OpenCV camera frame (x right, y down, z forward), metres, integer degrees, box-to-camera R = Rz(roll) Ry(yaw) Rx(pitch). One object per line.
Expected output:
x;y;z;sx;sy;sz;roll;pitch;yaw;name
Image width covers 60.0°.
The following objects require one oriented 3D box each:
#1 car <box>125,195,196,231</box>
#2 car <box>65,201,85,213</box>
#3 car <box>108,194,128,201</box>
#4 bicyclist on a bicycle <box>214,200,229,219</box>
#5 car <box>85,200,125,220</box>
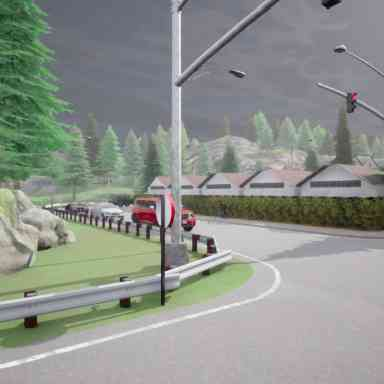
-2.018;1.413;21.552;2.150;2.045;5.566;0;0;-35;car
-13.130;1.754;37.818;1.994;1.385;4.181;0;0;-32;car
-10.940;1.398;53.205;2.150;2.045;5.566;0;0;33;car
2.537;1.494;28.097;1.656;1.620;0.582;0;0;-35;bicyclist on a bicycle
-7.621;1.717;29.567;1.812;1.442;4.674;0;0;-35;car
